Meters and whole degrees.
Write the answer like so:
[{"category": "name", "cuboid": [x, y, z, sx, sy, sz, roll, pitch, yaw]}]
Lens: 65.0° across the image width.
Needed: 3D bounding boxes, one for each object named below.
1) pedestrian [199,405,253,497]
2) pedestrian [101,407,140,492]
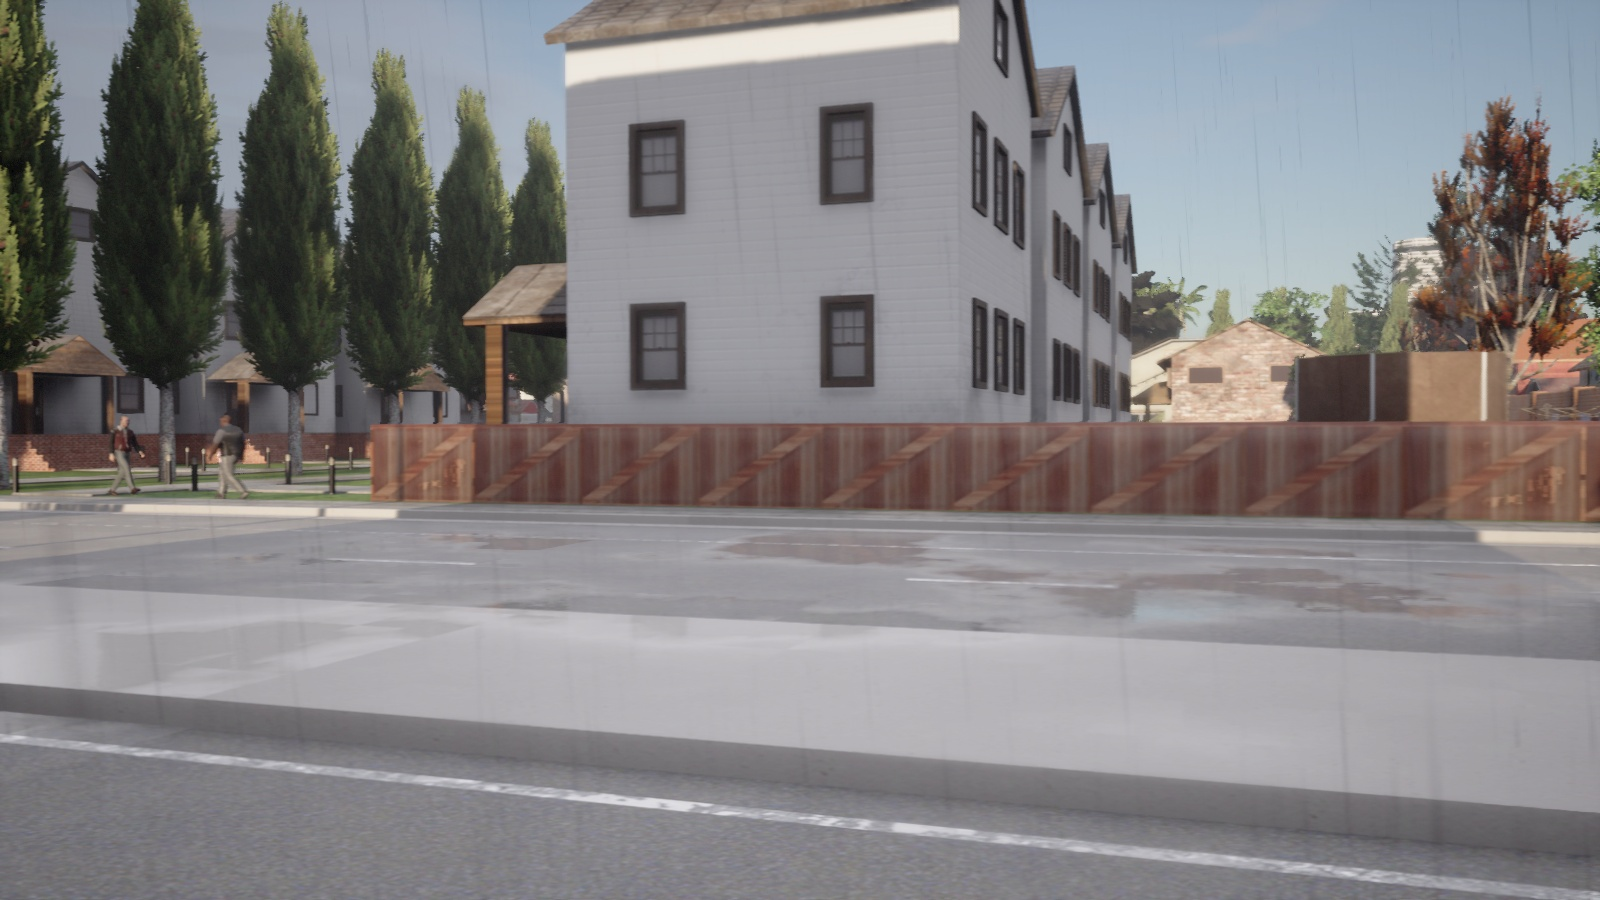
[{"category": "pedestrian", "cuboid": [-11.874, 0.019, 25.987, 0.849, 1.883, 0.563, 0, 1, 16]}, {"category": "pedestrian", "cuboid": [-15.008, -0.019, 27.736, 0.720, 1.854, 0.376, 1, 1, 23]}]
